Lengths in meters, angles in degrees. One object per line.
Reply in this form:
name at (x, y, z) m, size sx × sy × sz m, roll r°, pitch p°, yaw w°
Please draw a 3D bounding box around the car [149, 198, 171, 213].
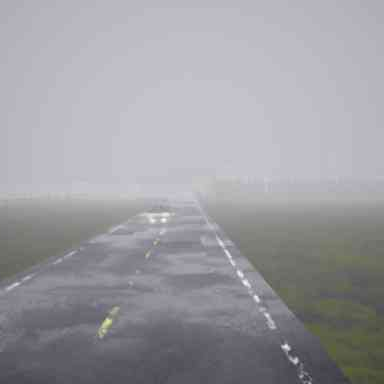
car at (-3.203, 1.313, 33.812) m, size 1.994 × 1.385 × 4.181 m, roll 0°, pitch 1°, yaw -1°
